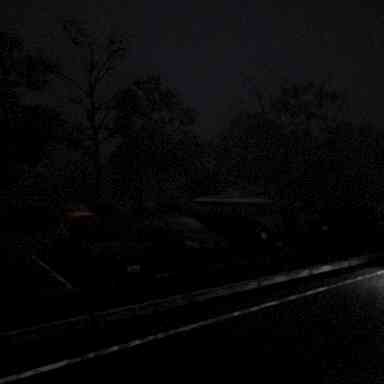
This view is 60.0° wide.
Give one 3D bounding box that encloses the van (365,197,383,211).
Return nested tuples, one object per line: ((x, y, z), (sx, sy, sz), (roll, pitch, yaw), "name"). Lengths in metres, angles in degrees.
((27.963, 1.726, 48.385), (1.878, 1.987, 4.442), (1, -1, -35), "van")

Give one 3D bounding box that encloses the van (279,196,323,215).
((12.072, 1.461, 37.057), (1.878, 1.987, 4.442), (1, -1, -35), "van")

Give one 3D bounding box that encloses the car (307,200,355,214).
((16.753, 1.764, 40.244), (2.097, 1.535, 5.008), (1, -1, -35), "car")

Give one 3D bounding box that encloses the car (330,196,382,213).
((21.281, 1.588, 43.444), (2.435, 2.045, 5.566), (1, -1, -35), "car")

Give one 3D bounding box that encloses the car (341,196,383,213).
((23.537, 1.626, 45.052), (2.435, 2.045, 5.566), (1, -1, -35), "car")

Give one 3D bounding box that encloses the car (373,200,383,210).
((30.280, 1.990, 49.900), (2.097, 1.535, 5.008), (1, -1, -35), "car")

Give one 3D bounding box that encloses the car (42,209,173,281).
((-2.834, 1.504, 10.189), (2.163, 1.488, 4.792), (0, 0, -36), "car")

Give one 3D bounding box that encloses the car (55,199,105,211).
((-7.937, 1.464, 22.424), (1.946, 1.575, 5.366), (0, 0, -36), "car")

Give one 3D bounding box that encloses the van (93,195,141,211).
((-5.723, 1.234, 24.086), (1.878, 1.987, 4.442), (0, 0, -35), "van")

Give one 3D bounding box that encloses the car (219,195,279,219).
((5.390, 1.323, 32.116), (2.435, 2.045, 5.566), (1, -1, -35), "car")

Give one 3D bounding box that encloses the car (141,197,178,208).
((-3.537, 1.453, 25.794), (2.097, 1.535, 5.008), (0, 0, -35), "car")

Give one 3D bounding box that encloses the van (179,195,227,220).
((0.896, 1.275, 29.091), (1.878, 1.987, 4.442), (1, -1, -35), "van")

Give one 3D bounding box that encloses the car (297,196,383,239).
((6.162, 1.210, 16.673), (2.435, 2.045, 5.566), (1, -1, -35), "car")

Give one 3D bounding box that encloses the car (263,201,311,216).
((9.985, 1.691, 35.424), (2.002, 1.452, 4.674), (1, -1, -35), "car")

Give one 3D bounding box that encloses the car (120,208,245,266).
((-0.592, 1.508, 11.827), (2.002, 1.452, 4.674), (0, 0, -35), "car")

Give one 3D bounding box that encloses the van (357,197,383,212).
((25.843, 1.689, 46.587), (1.878, 1.987, 4.442), (1, -1, -35), "van")

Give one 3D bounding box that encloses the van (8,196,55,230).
((-10.369, 1.248, 21.061), (1.878, 1.987, 4.442), (0, 0, -35), "van")

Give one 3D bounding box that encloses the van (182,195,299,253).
((1.738, 1.235, 13.341), (1.878, 1.987, 4.442), (0, 0, -35), "van")

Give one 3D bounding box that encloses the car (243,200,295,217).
((7.731, 1.614, 33.813), (2.097, 1.535, 5.008), (1, -1, -35), "car")

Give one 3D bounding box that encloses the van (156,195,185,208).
((-1.332, 1.236, 27.216), (1.878, 1.987, 4.442), (0, 0, -35), "van")

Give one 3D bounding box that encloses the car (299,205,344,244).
((3.919, 1.483, 15.075), (2.163, 1.488, 4.792), (0, 0, -35), "car")

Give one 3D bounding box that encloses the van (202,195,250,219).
((3.050, 1.311, 30.626), (1.878, 1.987, 4.442), (1, -1, -35), "van")
